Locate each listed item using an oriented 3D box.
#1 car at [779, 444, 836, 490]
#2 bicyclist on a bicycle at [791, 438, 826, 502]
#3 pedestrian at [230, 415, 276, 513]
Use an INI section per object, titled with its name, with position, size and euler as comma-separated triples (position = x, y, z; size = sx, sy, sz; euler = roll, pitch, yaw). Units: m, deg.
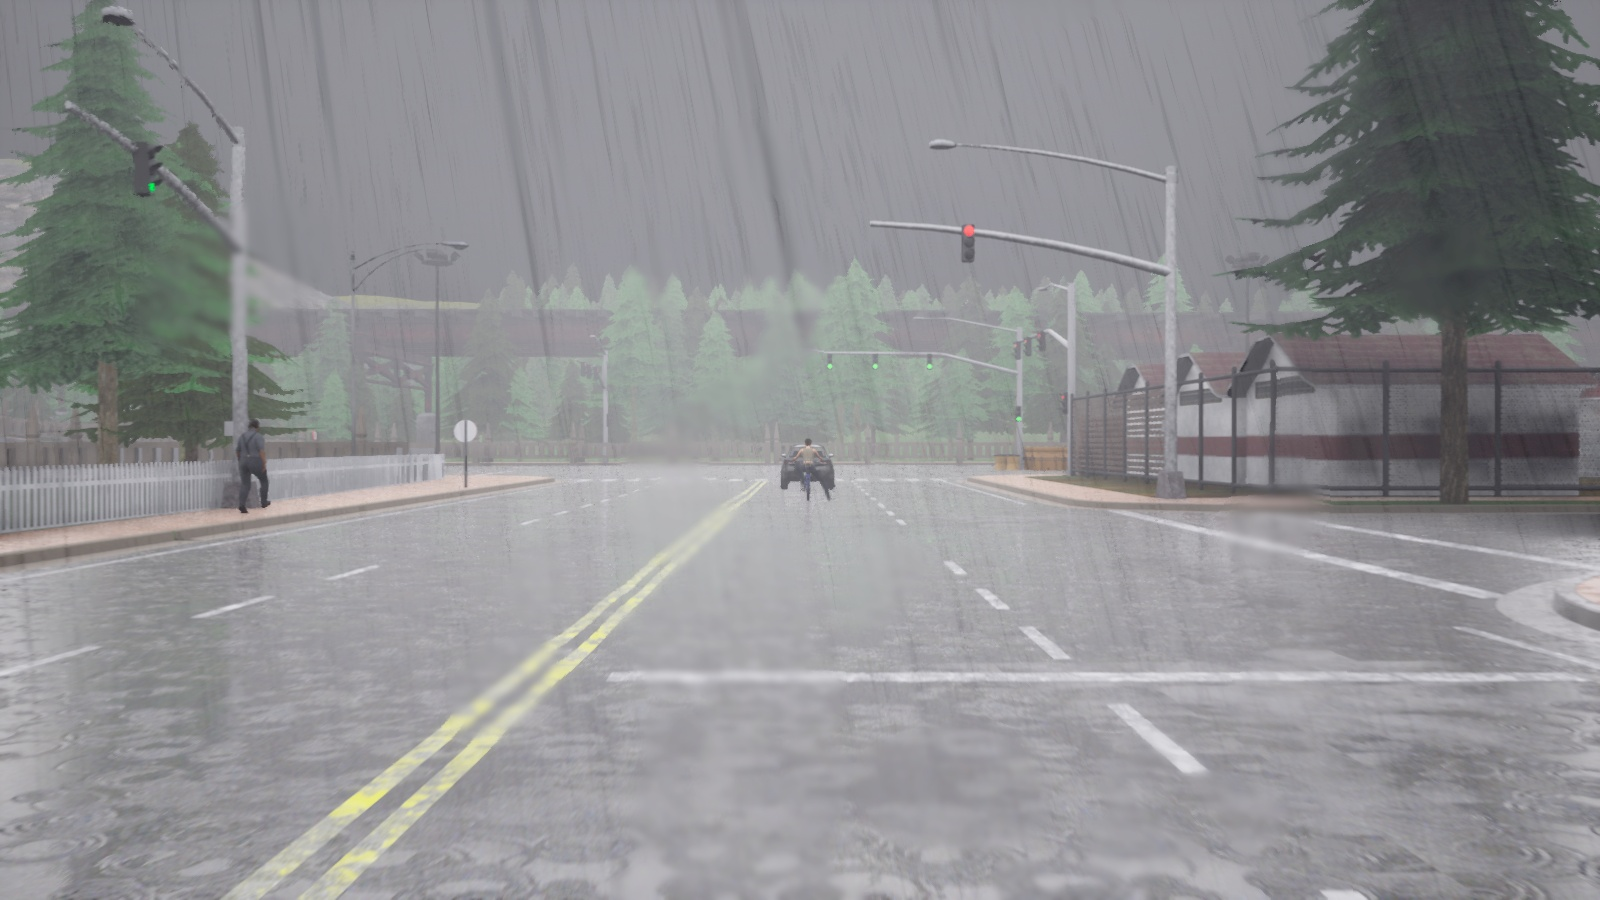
[car]
position = 0.252, 0.525, 41.782
size = 1.816, 1.474, 4.193
euler = 0, 0, 0
[bicyclist on a bicycle]
position = 0.207, 0.500, 32.475
size = 0.866, 1.612, 1.509
euler = 0, 0, 0
[pedestrian]
position = -10.515, 0.260, 24.160
size = 0.540, 1.848, 0.694
euler = 0, 0, 5
